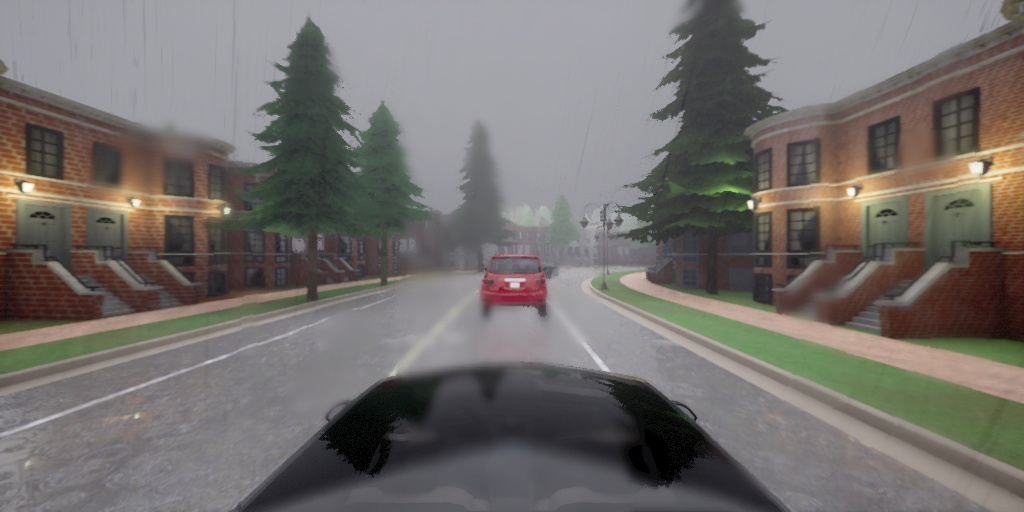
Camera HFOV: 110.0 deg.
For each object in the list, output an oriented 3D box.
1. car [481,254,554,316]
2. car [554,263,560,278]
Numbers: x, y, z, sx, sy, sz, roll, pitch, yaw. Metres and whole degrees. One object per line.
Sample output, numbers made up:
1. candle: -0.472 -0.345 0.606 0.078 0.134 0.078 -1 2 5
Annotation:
1. car: 0.136 0.949 13.309 2.150 2.045 5.566 0 0 1
2. car: 2.922 1.182 30.927 2.128 1.511 4.902 0 0 18
